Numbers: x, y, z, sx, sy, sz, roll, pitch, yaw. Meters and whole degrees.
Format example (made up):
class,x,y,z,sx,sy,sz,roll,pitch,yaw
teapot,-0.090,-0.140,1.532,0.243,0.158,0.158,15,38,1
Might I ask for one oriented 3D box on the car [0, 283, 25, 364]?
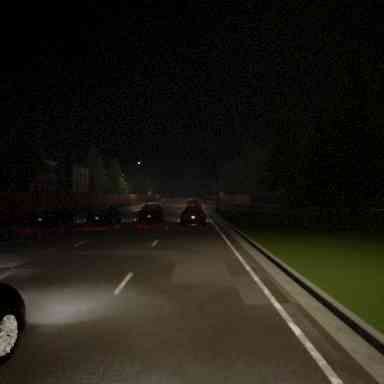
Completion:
class,x,y,z,sx,sy,sz,roll,pitch,yaw
car,-3.400,1.540,3.031,1.837,1.490,4.892,0,0,0

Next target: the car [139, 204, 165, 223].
class,x,y,z,sx,sy,sz,roll,pitch,yaw
car,-3.406,1.796,28.997,1.882,1.535,5.008,0,0,0

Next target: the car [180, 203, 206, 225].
class,x,y,z,sx,sy,sz,roll,pitch,yaw
car,0.090,1.856,26.574,1.994,1.385,4.181,0,-1,0

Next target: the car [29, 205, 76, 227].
class,x,y,z,sx,sy,sz,roll,pitch,yaw
car,-10.411,1.754,25.243,1.882,1.535,5.008,0,0,0

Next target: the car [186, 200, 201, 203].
class,x,y,z,sx,sy,sz,roll,pitch,yaw
car,0.228,1.874,47.696,2.097,1.767,4.553,0,-1,0

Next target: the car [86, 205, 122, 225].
class,x,y,z,sx,sy,sz,roll,pitch,yaw
car,-6.909,1.769,26.648,1.882,1.535,5.008,0,0,0
